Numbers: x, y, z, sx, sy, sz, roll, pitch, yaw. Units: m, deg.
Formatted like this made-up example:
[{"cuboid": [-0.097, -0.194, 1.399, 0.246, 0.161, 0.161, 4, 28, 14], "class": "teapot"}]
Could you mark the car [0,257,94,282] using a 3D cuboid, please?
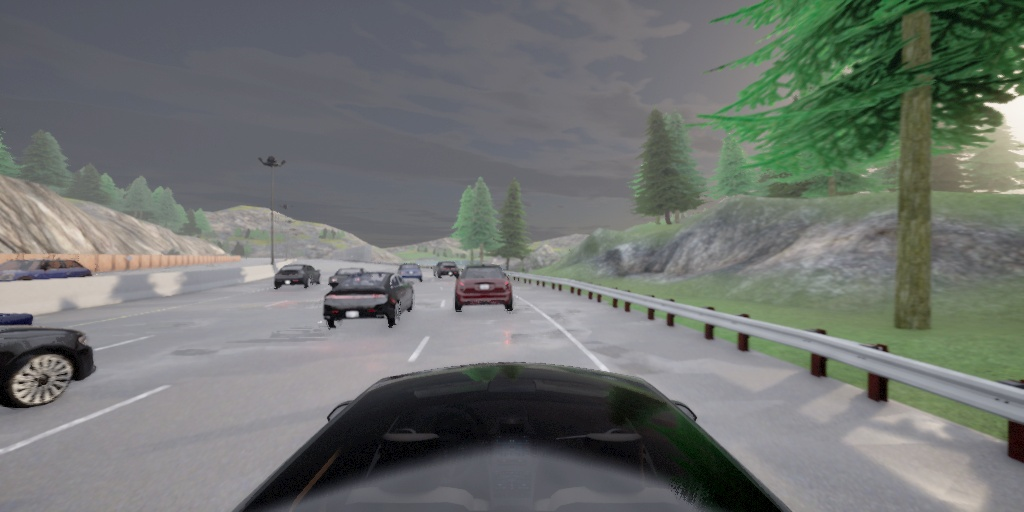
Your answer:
[{"cuboid": [-22.908, 0.909, 17.038, 2.097, 1.767, 4.553, 0, 0, -14], "class": "car"}]

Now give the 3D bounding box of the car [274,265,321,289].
[{"cuboid": [-13.952, 1.291, 23.559, 1.837, 1.490, 4.892, 0, 0, -16], "class": "car"}]

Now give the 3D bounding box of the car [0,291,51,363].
[{"cuboid": [-10.673, 1.395, 5.248, 1.895, 1.301, 4.718, 0, 0, -3], "class": "car"}]

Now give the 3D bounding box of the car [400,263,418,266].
[{"cuboid": [-8.451, 1.301, 29.465, 2.033, 1.411, 5.357, 0, 0, -19], "class": "car"}]

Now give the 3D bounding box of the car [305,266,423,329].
[{"cuboid": [-4.312, 1.249, 11.432, 2.128, 1.511, 4.902, 0, 0, -7], "class": "car"}]

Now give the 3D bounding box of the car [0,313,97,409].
[{"cuboid": [-7.153, 1.272, 3.314, 2.128, 1.511, 4.902, 0, 0, -1], "class": "car"}]

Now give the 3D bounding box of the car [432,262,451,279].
[{"cuboid": [-6.091, 1.244, 32.897, 1.837, 1.490, 4.892, 0, 0, -20], "class": "car"}]

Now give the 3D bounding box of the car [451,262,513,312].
[{"cuboid": [-1.248, 1.092, 14.538, 2.097, 1.767, 4.553, 0, 0, -8], "class": "car"}]
